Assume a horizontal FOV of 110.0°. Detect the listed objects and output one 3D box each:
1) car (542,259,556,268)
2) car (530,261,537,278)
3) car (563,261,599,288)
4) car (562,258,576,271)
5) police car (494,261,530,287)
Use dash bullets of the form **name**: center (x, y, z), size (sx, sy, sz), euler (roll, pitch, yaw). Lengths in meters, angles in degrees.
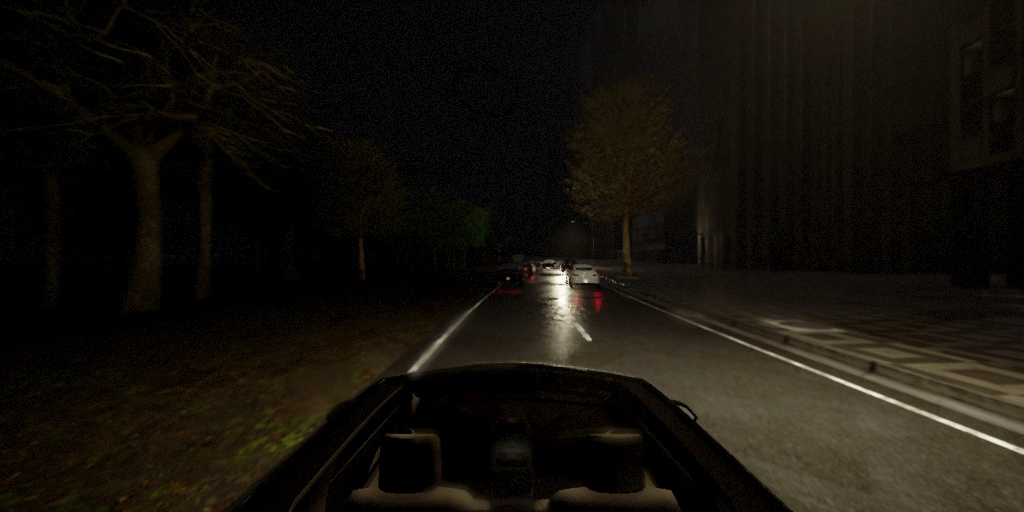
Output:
- **car**: center (6.029, 1.347, 59.091), size (1.895, 1.301, 4.718), euler (0, 0, 8)
- **car**: center (1.014, 1.223, 34.344), size (1.882, 1.535, 5.008), euler (0, 0, 7)
- **car**: center (4.606, 1.282, 23.698), size (1.812, 1.442, 4.674), euler (0, 0, 5)
- **car**: center (7.773, 1.108, 47.610), size (2.097, 1.767, 4.553), euler (0, 0, 10)
- **police car**: center (-0.027, 1.171, 24.535), size (1.930, 1.638, 5.238), euler (0, 0, 5)
